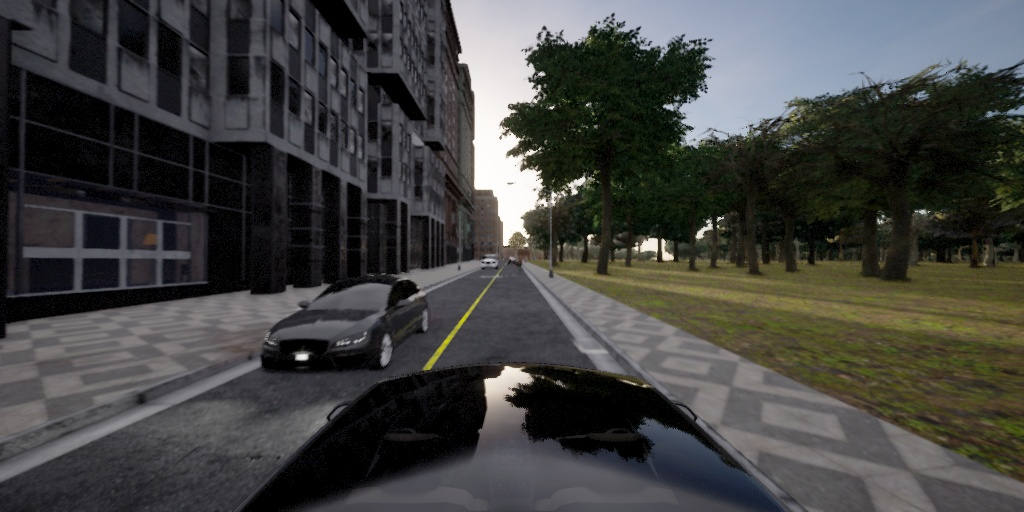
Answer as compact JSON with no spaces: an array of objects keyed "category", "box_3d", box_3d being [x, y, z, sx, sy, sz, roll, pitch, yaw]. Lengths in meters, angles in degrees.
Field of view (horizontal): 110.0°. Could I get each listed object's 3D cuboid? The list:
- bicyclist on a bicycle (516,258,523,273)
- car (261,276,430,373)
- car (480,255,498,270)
[{"category":"bicyclist on a bicycle","box_3d":[0.840,1.081,37.265,0.582,1.620,1.656,0,0,0]},{"category":"car","box_3d":[-3.096,1.230,7.717,1.837,1.490,4.892,0,0,0]},{"category":"car","box_3d":[-3.059,0.819,49.058,2.150,2.045,5.566,0,0,0]}]
